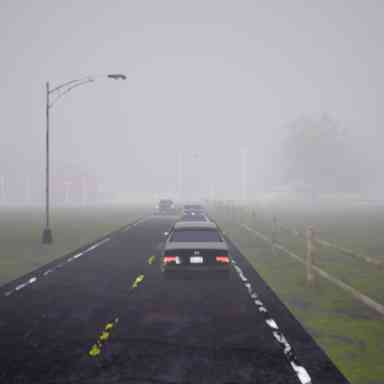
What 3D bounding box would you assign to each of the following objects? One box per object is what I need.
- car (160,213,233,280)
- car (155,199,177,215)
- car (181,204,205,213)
[{"bbox_3d":[0.093,1.595,10.050,2.033,1.411,5.357,0,0,0],"label":"car"},{"bbox_3d":[-2.795,1.560,36.472,2.097,1.767,4.553,0,0,0],"label":"car"},{"bbox_3d":[0.082,1.697,27.515,2.033,1.411,5.357,0,0,0],"label":"car"}]
